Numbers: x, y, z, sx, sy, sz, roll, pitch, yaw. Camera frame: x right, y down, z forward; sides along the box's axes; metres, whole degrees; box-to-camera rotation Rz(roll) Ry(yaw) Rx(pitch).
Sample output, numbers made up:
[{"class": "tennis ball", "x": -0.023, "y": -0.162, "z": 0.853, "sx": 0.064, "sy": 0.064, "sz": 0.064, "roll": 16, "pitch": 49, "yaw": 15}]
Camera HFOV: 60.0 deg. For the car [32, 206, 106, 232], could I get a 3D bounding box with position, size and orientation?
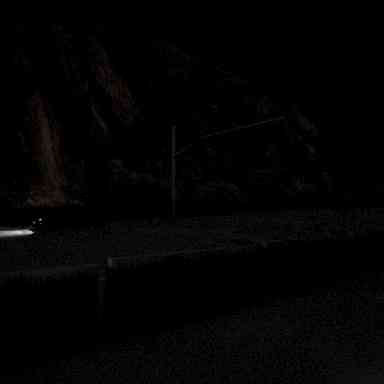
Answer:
[{"class": "car", "x": -7.399, "y": 1.564, "z": 20.205, "sx": 4.181, "sy": 1.385, "sz": 1.994, "roll": 0, "pitch": 0, "yaw": -35}]
